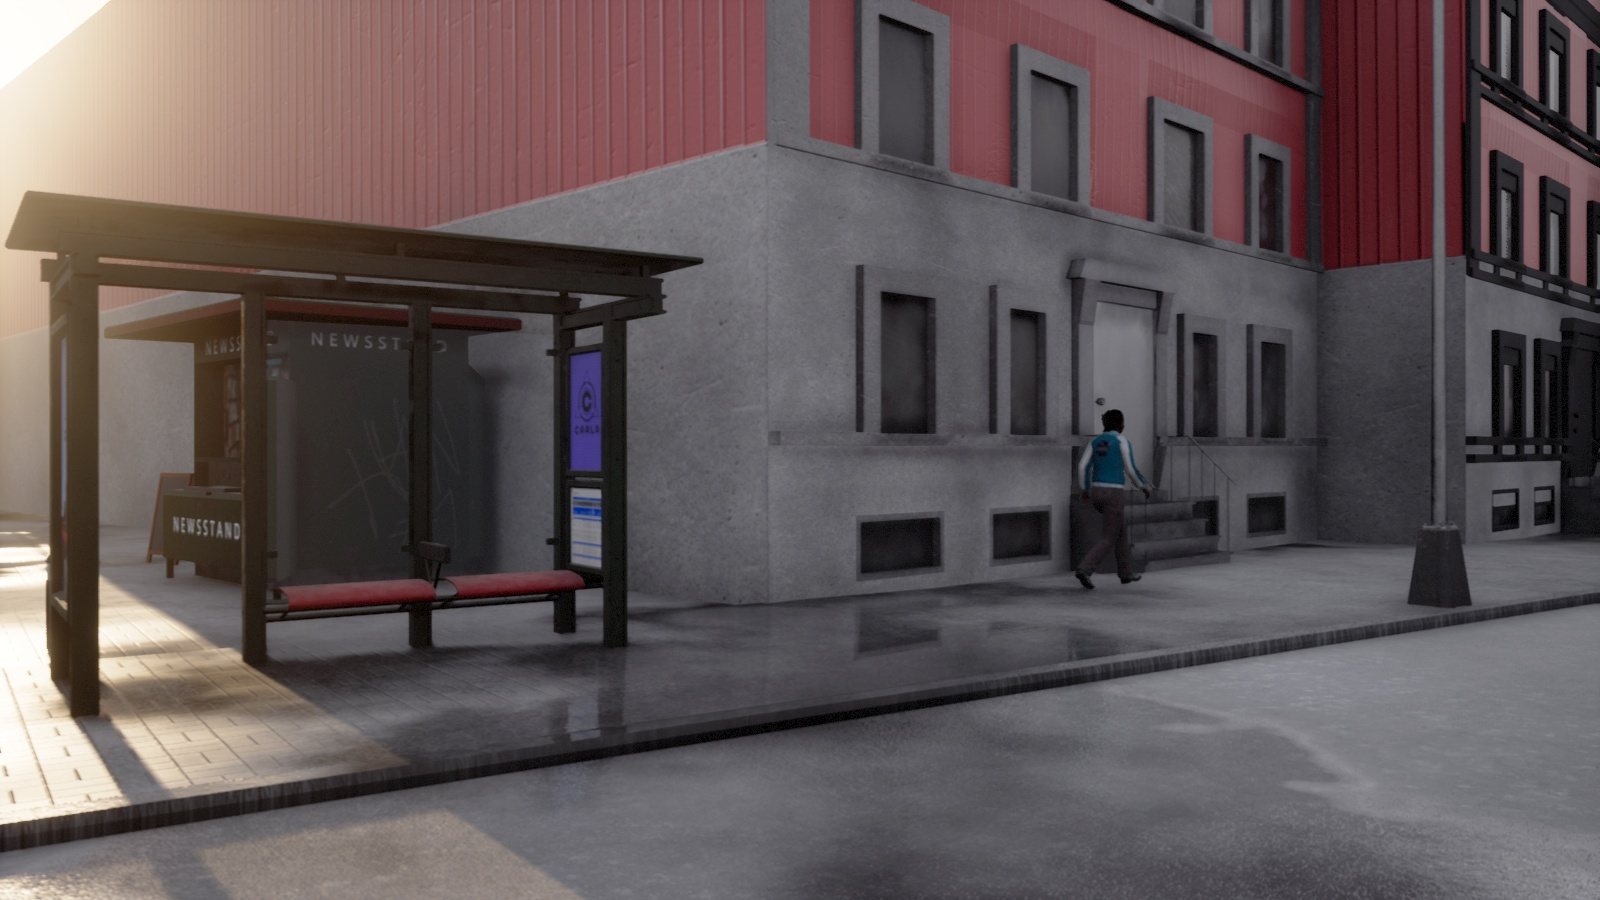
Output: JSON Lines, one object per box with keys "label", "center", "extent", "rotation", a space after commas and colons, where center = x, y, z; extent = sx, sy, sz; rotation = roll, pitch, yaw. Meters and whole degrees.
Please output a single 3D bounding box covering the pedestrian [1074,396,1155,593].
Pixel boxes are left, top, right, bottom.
{"label": "pedestrian", "center": [3.163, 0.434, 12.633], "extent": [0.692, 1.930, 0.396], "rotation": [0, 0, -30]}
